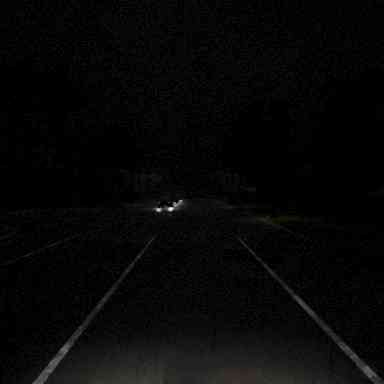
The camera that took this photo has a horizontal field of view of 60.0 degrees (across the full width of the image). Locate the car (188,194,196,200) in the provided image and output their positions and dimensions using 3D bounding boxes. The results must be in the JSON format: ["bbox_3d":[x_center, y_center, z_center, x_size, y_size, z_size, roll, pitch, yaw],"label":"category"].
[{"bbox_3d":[-0.025,1.151,79.545,1.882,1.535,5.008,0,0,0],"label":"car"}]

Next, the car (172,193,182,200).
[{"bbox_3d":[-3.525,1.026,79.628,2.097,1.767,4.553,0,0,0],"label":"car"}]

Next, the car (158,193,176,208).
[{"bbox_3d":[-3.607,1.289,45.762,1.882,1.535,5.008,0,0,0],"label":"car"}]

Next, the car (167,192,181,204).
[{"bbox_3d":[-3.550,0.984,58.188,2.150,2.045,5.566,0,0,1],"label":"car"}]
